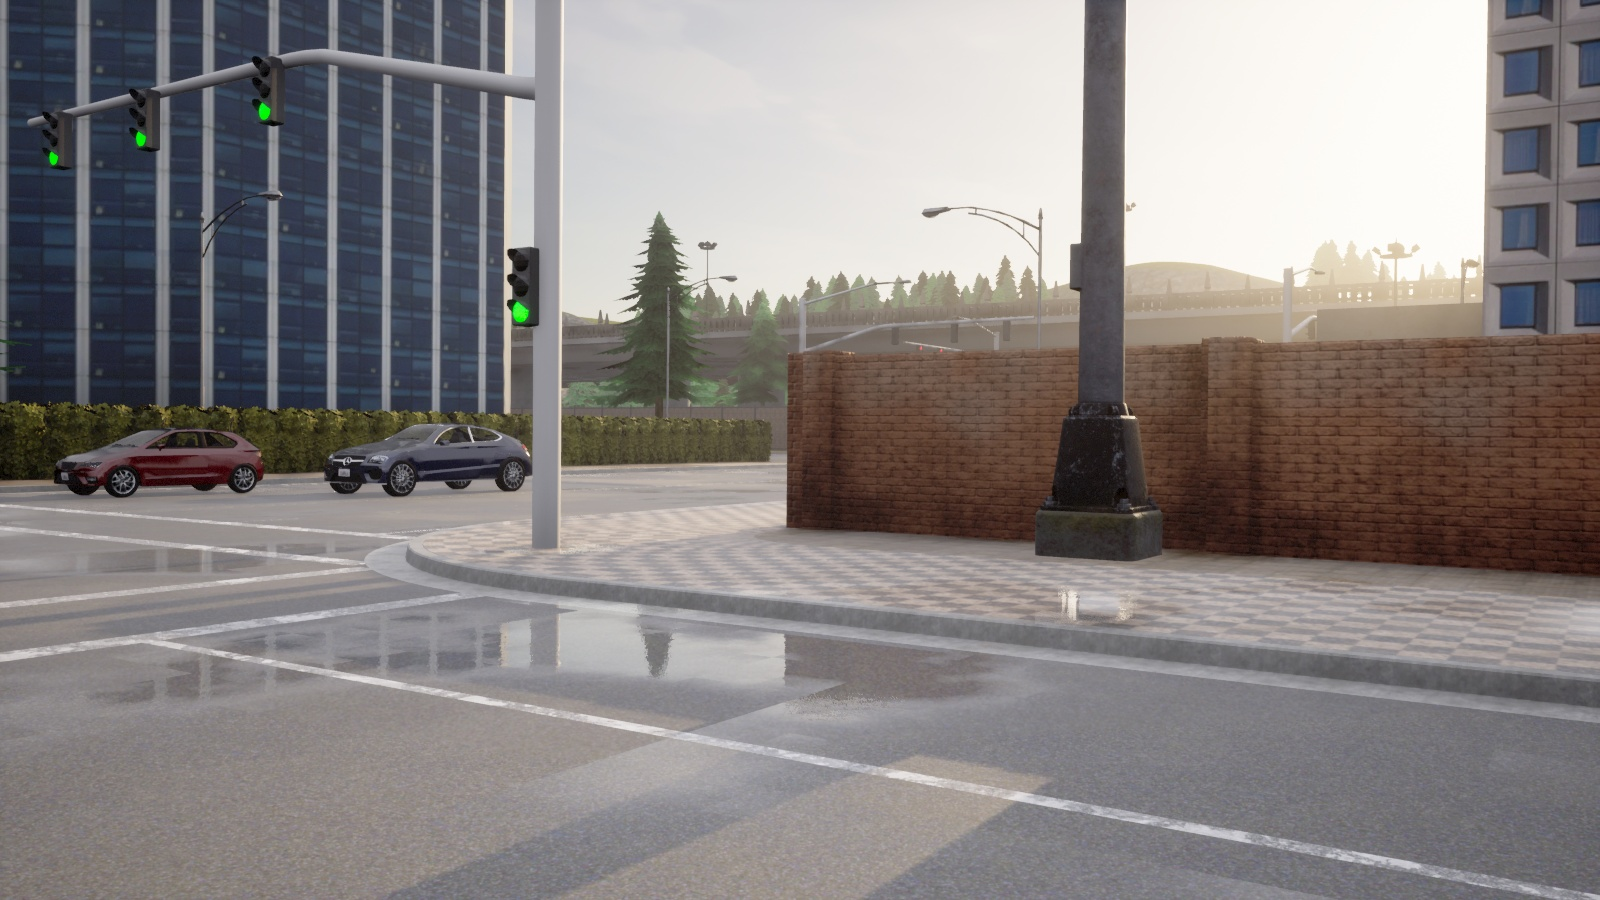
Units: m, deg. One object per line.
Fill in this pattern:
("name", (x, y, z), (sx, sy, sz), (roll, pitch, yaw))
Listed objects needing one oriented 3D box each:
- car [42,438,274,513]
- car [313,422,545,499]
("car", (-14.023, 0.494, 27.653), (1.816, 1.474, 4.193), (0, 1, 33))
("car", (-8.596, 0.184, 29.564), (2.152, 1.651, 5.027), (0, 1, 33))
